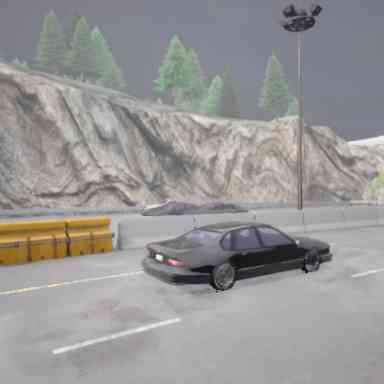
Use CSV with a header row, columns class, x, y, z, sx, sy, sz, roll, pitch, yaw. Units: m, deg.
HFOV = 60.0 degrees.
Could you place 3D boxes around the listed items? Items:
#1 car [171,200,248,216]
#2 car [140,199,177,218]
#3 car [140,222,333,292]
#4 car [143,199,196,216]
class,x,y,z,sx,sy,sz,roll,pitch,yaw
car,1.398,1.429,21.275,4.892,1.490,1.837,0,0,-30
car,-0.982,1.473,23.983,5.357,1.411,2.033,0,0,-31
car,1.372,1.512,8.828,5.357,1.411,2.033,0,0,-32
car,-2.093,1.432,31.379,4.674,1.442,1.812,0,0,-29
